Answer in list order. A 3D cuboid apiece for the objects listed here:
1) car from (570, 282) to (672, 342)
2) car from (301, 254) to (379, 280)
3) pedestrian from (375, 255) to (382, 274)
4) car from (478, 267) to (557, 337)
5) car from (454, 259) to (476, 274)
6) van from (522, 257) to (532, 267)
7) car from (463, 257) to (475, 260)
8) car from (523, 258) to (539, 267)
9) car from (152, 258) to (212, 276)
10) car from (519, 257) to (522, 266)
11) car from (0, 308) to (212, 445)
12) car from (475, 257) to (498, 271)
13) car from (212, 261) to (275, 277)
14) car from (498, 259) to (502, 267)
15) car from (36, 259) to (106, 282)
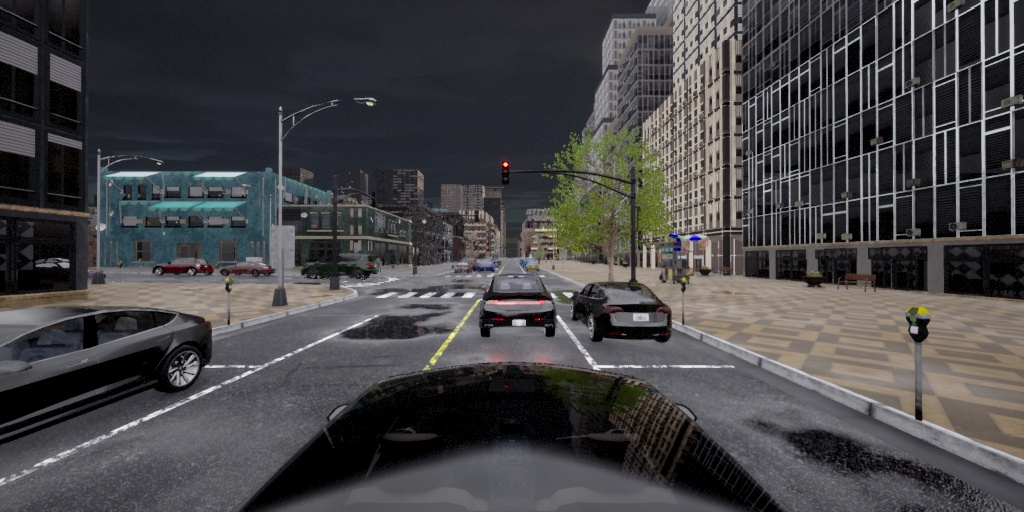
[{"bbox_3d":[2.694,1.316,9.572,1.948,1.339,4.313,0,0,0],"label":"car"},{"bbox_3d":[-13.460,0.831,28.260,5.566,2.045,2.150,1,0,-2],"label":"car"},{"bbox_3d":[-12.734,0.790,34.060,0.375,1.860,0.375,0,-1,-1],"label":"pedestrian"},{"bbox_3d":[0.115,1.242,10.243,2.128,1.511,4.902,0,0,-1],"label":"car"},{"bbox_3d":[-5.671,1.336,42.052,1.802,1.307,4.207,0,0,0],"label":"car"},{"bbox_3d":[2.715,1.096,53.153,1.690,1.789,3.998,0,0,0],"label":"van"},{"bbox_3d":[-5.668,1.069,47.603,2.192,1.841,5.009,0,0,0],"label":"car"},{"bbox_3d":[2.712,1.280,47.771,1.751,1.417,4.829,0,0,0],"label":"car"},{"bbox_3d":[-28.355,0.881,30.898,4.097,1.591,1.967,0,0,-1],"label":"car"},{"bbox_3d":[2.720,1.308,64.255,2.007,1.370,4.403,0,0,0],"label":"car"},{"bbox_3d":[-5.689,1.316,4.036,1.948,1.339,4.313,0,0,0],"label":"car"},{"bbox_3d":[-3.081,1.232,43.720,1.882,1.535,5.008,0,1,0],"label":"car"},{"bbox_3d":[-22.807,1.091,30.973,4.207,1.307,1.802,0,0,-1],"label":"car"},{"bbox_3d":[-3.058,1.320,58.106,1.994,1.385,4.181,0,0,0],"label":"car"},{"bbox_3d":[-28.241,0.981,22.519,4.207,1.307,1.802,0,0,-1],"label":"car"}]
